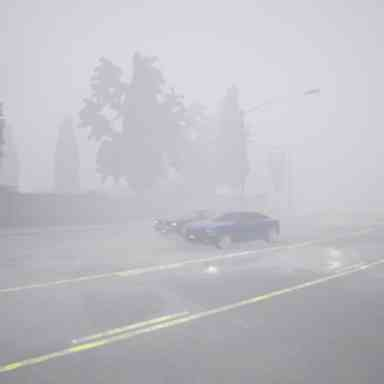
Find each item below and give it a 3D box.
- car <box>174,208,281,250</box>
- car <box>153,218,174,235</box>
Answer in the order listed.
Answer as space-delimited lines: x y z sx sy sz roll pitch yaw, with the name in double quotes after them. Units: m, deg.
1.875 1.497 14.543 5.008 1.535 1.882 1 0 -41 "car"
0.283 1.625 17.767 4.718 1.301 1.895 1 -1 -41 "car"
